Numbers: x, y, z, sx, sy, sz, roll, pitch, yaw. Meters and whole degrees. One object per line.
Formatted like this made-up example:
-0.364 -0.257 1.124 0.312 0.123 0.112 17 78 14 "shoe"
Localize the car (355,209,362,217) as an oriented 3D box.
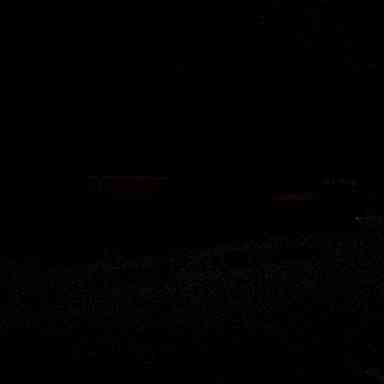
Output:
17.146 2.184 38.746 1.882 1.535 5.008 -1 -1 -36 "car"
